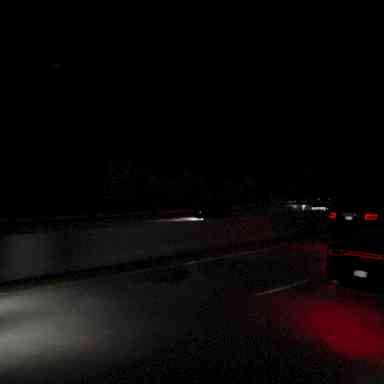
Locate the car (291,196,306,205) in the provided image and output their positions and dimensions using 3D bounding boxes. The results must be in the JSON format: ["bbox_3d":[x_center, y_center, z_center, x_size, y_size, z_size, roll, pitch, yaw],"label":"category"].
[{"bbox_3d":[19.578,1.626,60.762,1.837,1.490,4.892,0,0,18],"label":"car"}]

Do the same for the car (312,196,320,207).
[{"bbox_3d":[19.345,1.631,50.384,1.994,1.385,4.181,0,0,23],"label":"car"}]

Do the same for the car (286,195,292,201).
[{"bbox_3d":[26.918,1.669,90.524,1.812,1.442,4.674,0,0,-3],"label":"car"}]

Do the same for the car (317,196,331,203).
[{"bbox_3d":[29.976,1.648,75.810,1.837,1.490,4.892,0,0,9],"label":"car"}]

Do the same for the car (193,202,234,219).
[{"bbox_3d":[1.991,1.575,29.731,1.994,1.385,4.181,0,0,40],"label":"car"}]

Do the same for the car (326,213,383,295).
[{"bbox_3d":[5.225,1.461,8.157,5.008,1.535,1.882,0,0,-40],"label":"car"}]

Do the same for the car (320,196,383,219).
[{"bbox_3d":[8.509,1.199,15.912,2.150,2.045,5.566,0,0,45],"label":"car"}]

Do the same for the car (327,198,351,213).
[{"bbox_3d":[16.862,1.497,38.120,1.882,1.535,5.008,0,0,31],"label":"car"}]
